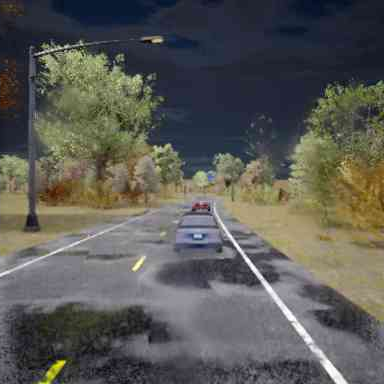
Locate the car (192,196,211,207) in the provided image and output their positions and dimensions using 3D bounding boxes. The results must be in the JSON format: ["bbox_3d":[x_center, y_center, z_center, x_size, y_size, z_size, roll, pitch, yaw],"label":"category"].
[{"bbox_3d":[1.159,1.380,39.845,2.097,1.767,4.553,0,0,3],"label":"car"}]

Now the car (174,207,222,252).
[{"bbox_3d":[0.254,1.562,13.956,2.033,1.411,5.357,0,0,1],"label":"car"}]
